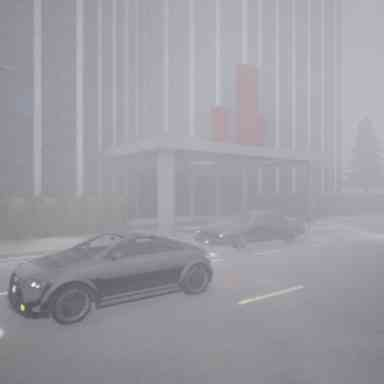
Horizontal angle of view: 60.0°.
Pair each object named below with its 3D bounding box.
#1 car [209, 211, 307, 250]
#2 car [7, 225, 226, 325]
[{"bbox_3d":[2.744,1.537,14.526,5.357,1.411,2.033,0,0,-35],"label":"car"},{"bbox_3d":[-1.561,1.560,7.137,4.181,1.385,1.994,0,0,-35],"label":"car"}]
